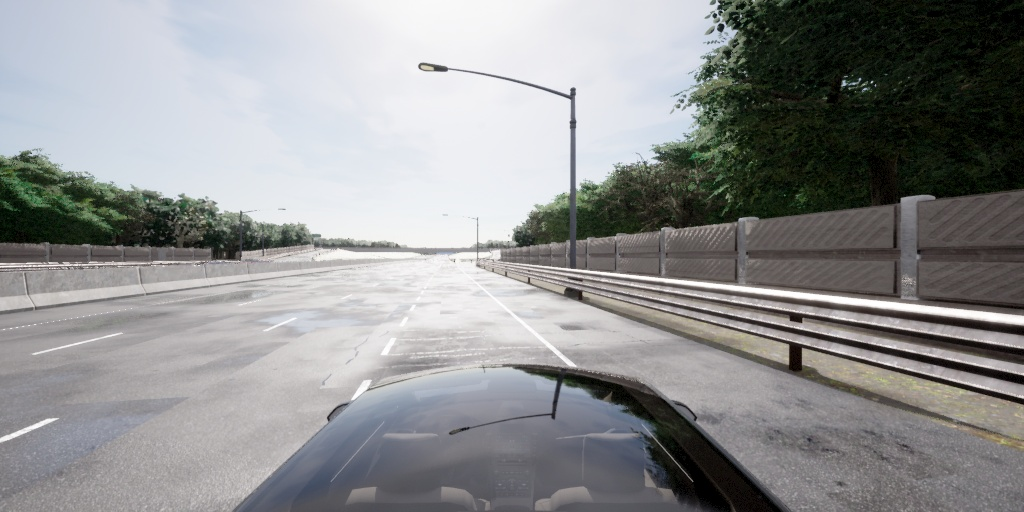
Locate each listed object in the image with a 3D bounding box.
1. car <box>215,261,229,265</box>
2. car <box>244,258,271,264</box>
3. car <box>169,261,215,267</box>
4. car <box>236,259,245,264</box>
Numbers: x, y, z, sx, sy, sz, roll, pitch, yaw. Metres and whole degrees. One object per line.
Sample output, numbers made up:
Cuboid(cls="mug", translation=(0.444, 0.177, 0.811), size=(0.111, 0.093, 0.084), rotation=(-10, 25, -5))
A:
Cuboid(cls="car", translation=(-40.711, 1.358, 49.385), size=(1.994, 1.385, 4.181), rotation=(0, 0, -10))
Cuboid(cls="car", translation=(-33.401, 1.356, 48.234), size=(1.994, 1.385, 4.181), rotation=(0, 0, -10))
Cuboid(cls="car", translation=(-26.232, 1.326, 28.469), size=(1.994, 1.385, 4.181), rotation=(0, 0, -10))
Cuboid(cls="car", translation=(-37.478, 1.147, 51.224), size=(2.097, 1.767, 4.553), rotation=(0, 0, -10))
